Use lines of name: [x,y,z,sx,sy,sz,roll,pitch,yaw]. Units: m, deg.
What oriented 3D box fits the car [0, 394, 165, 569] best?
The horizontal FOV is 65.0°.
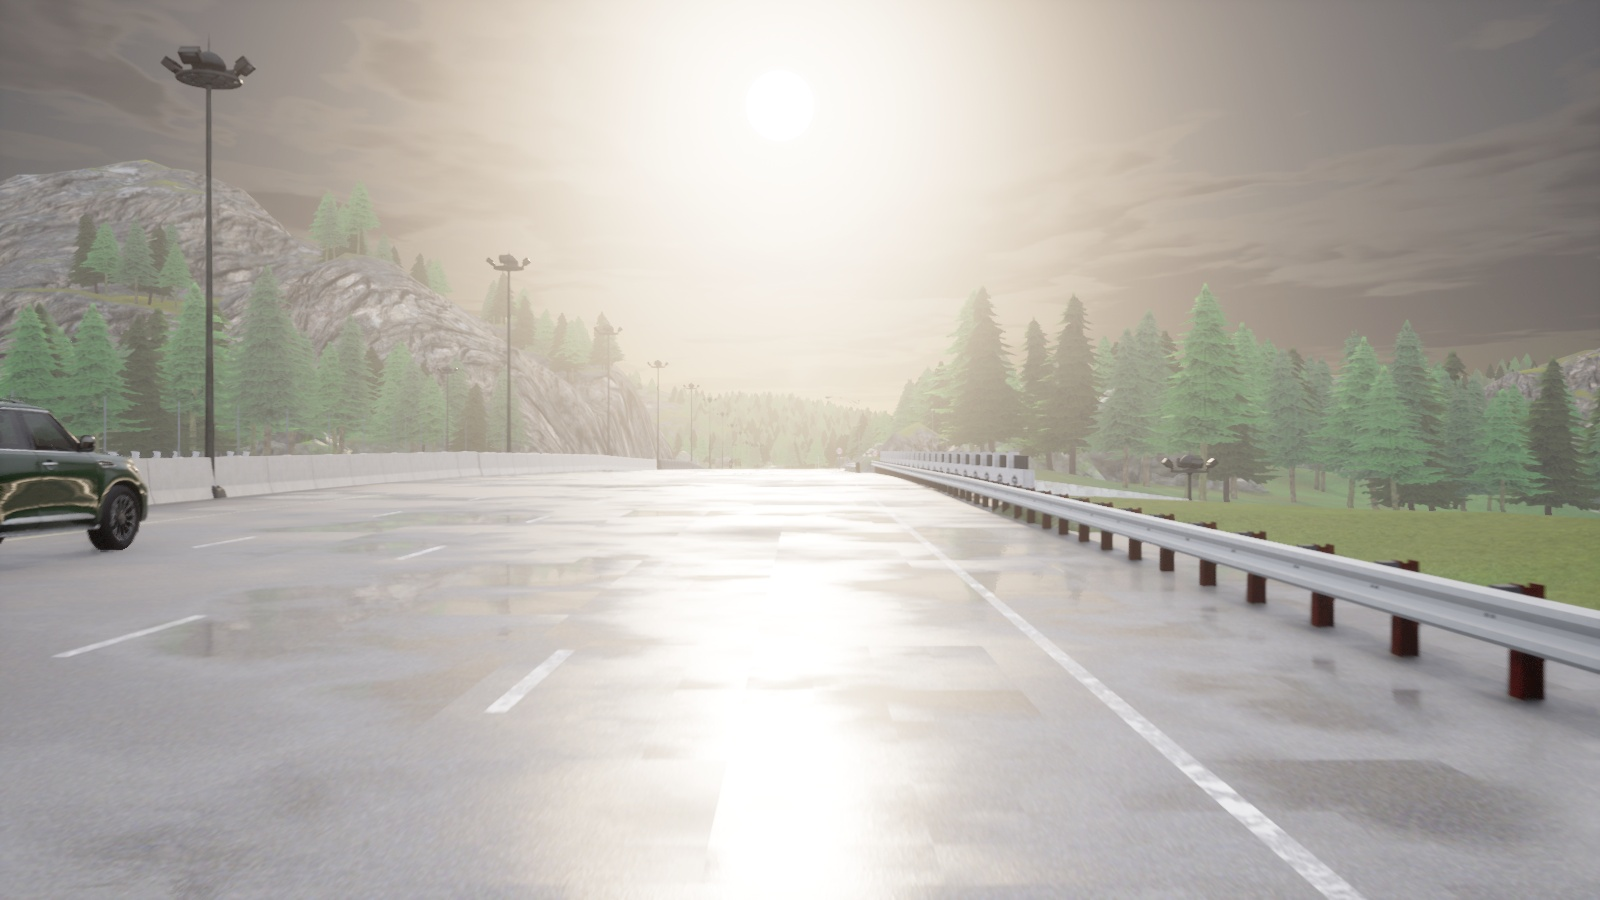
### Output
car: [-10.396,0.359,15.622,2.150,2.045,5.566,0,0,0]
